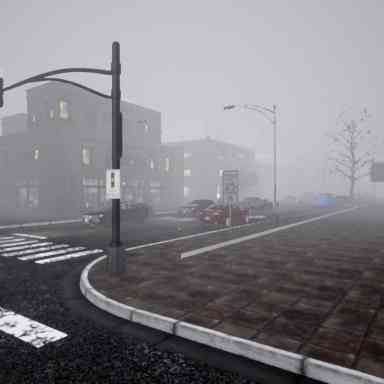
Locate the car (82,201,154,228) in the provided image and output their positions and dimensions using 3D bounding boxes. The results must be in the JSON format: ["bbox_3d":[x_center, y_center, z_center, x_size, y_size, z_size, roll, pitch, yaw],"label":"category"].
[{"bbox_3d":[-4.801,1.384,21.531,2.128,1.511,4.902,0,0,35],"label":"car"}]

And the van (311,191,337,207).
[{"bbox_3d":[17.191,1.021,43.198,1.690,1.788,3.998,0,1,35],"label":"van"}]

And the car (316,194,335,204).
[{"bbox_3d":[22.147,1.079,54.972,1.882,1.535,5.008,0,0,34],"label":"car"}]

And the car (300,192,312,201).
[{"bbox_3d":[22.845,0.862,66.152,2.192,1.841,5.009,0,1,35],"label":"car"}]

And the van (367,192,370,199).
[{"bbox_3d":[36.020,0.805,70.490,1.690,1.788,3.998,0,1,35],"label":"van"}]

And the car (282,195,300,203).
[{"bbox_3d":[16.569,1.201,57.056,1.802,1.307,4.206,0,1,35],"label":"car"}]

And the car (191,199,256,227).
[{"bbox_3d":[2.175,1.403,21.436,1.887,1.381,4.507,0,1,35],"label":"car"}]

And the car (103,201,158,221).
[{"bbox_3d":[-4.723,1.452,26.195,1.802,1.307,4.206,0,1,35],"label":"car"}]

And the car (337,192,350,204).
[{"bbox_3d":[23.467,1.173,52.297,1.947,1.339,4.313,0,1,35],"label":"car"}]

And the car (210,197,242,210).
[{"bbox_3d":[4.016,1.333,38.862,1.947,1.339,4.313,0,1,35],"label":"car"}]

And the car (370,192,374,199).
[{"bbox_3d":[39.158,0.973,75.040,1.887,1.381,4.507,0,1,35],"label":"car"}]

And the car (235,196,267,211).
[{"bbox_3d":[6.828,1.280,38.371,1.812,1.442,4.674,0,0,35],"label":"car"}]

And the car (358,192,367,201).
[{"bbox_3d":[32.882,0.939,65.942,1.967,1.590,4.097,0,1,35],"label":"car"}]

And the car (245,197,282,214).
[{"bbox_3d":[6.930,1.381,32.897,1.895,1.301,4.718,0,0,35],"label":"car"}]

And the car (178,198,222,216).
[{"bbox_3d":[0.701,1.353,29.499,1.812,1.442,4.674,0,0,35],"label":"car"}]

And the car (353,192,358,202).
[{"bbox_3d":[26.605,1.116,56.846,1.887,1.381,4.507,0,1,35],"label":"car"}]

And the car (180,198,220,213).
[{"bbox_3d":[0.878,1.355,34.314,2.008,1.369,4.403,0,1,35],"label":"car"}]
